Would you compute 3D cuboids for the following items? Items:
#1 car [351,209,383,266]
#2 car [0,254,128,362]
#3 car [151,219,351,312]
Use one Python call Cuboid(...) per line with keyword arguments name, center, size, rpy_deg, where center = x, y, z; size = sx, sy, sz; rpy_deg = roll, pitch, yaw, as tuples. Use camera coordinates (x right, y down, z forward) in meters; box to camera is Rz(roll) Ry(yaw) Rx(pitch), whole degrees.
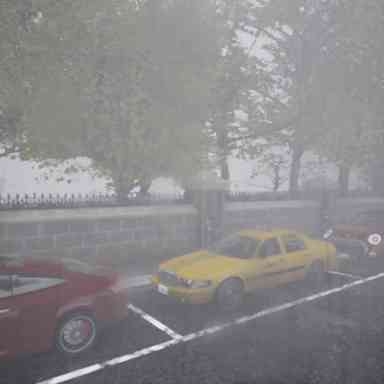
Cuboid(name="car", center=(6.072, 1.311, 10.888), size=(4.097, 1.590, 1.967), rpy_deg=(-1, 1, -35))
Cuboid(name="car", center=(-2.944, 1.581, 4.456), size=(4.206, 1.307, 1.802), rpy_deg=(-1, 1, -35))
Cuboid(name="car", center=(1.425, 1.462, 7.574), size=(4.829, 1.417, 1.752), rpy_deg=(-1, 1, -35))
